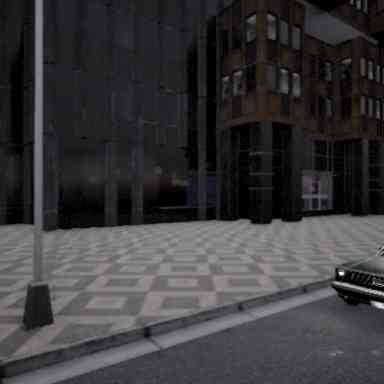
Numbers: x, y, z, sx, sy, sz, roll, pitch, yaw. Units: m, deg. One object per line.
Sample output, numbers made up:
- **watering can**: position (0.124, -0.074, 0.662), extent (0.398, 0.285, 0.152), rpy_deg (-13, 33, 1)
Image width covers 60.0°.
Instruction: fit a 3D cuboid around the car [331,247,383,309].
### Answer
- **car**: position (4.991, 1.626, 6.968), extent (4.718, 1.301, 1.895), rpy_deg (0, 0, -36)
